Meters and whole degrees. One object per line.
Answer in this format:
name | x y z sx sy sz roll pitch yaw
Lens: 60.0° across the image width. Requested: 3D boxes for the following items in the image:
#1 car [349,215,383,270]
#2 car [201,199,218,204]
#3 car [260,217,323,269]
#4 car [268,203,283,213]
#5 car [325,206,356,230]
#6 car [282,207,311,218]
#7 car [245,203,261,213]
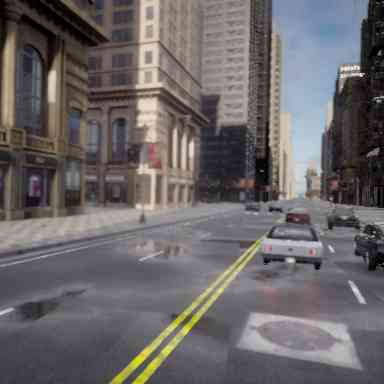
car | 7.006 1.829 11.830 1.837 1.490 4.892 1 0 19
car | 4.694 2.504 88.394 4.507 1.381 1.887 2 0 18
car | 3.711 1.838 12.235 1.895 1.301 4.718 1 -1 19
car | 12.798 2.385 50.726 1.882 1.535 5.008 1 0 18
car | 11.641 1.956 25.948 2.097 1.767 4.553 1 -1 19
car | 8.988 2.034 28.258 1.882 1.535 5.008 1 0 19
car | 9.425 2.363 50.884 2.033 1.411 5.357 1 -1 19
